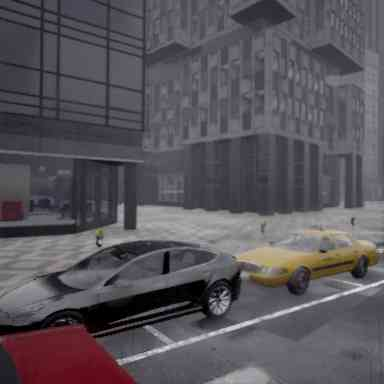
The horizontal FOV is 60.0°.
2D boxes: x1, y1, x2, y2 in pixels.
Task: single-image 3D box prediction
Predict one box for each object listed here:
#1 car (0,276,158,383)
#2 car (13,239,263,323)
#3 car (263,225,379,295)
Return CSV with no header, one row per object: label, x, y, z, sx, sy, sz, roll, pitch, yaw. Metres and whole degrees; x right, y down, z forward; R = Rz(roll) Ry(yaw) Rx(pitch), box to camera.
car,-2.557,1.588,1.553,4.718,1.301,1.895,1,0,-36
car,-1.009,1.591,5.927,4.313,1.339,1.947,1,0,-36
car,3.158,1.602,8.902,4.829,1.417,1.752,1,0,-36
